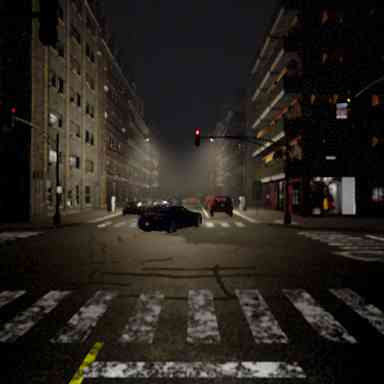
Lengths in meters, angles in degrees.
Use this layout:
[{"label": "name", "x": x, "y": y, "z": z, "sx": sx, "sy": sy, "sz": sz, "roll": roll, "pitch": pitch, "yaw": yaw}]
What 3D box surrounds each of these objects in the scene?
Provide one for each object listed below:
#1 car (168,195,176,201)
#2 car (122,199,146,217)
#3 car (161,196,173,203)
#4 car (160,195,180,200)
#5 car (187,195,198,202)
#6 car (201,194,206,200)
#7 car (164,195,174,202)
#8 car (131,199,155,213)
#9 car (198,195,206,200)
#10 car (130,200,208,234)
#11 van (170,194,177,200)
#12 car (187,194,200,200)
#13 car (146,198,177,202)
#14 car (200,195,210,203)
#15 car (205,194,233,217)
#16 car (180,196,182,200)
[{"label": "car", "x": -5.174, "y": 1.554, "z": 86.402, "sx": 2.008, "sy": 1.369, "sz": 4.403, "roll": 1, "pitch": 0, "yaw": 0}, {"label": "car", "x": -5.254, "y": 1.502, "z": 30.778, "sx": 1.947, "sy": 1.339, "sz": 4.313, "roll": 1, "pitch": 0, "yaw": 0}, {"label": "car", "x": -5.198, "y": 1.497, "z": 69.712, "sx": 2.008, "sy": 1.369, "sz": 4.403, "roll": 1, "pitch": 0, "yaw": 0}, {"label": "car", "x": -2.773, "y": 1.426, "z": 39.922, "sx": 1.837, "sy": 1.490, "sz": 4.892, "roll": 0, "pitch": 0, "yaw": 0}, {"label": "car", "x": 0.107, "y": 1.306, "z": 70.825, "sx": 2.128, "sy": 1.511, "sz": 4.902, "roll": 0, "pitch": 0, "yaw": 0}, {"label": "car", "x": 2.646, "y": 1.233, "z": 41.936, "sx": 2.192, "sy": 1.841, "sz": 5.009, "roll": 1, "pitch": 0, "yaw": 0}, {"label": "car", "x": -5.190, "y": 1.488, "z": 75.103, "sx": 1.752, "sy": 1.417, "sz": 4.829, "roll": 1, "pitch": 0, "yaw": 0}, {"label": "car", "x": -5.246, "y": 1.492, "z": 36.340, "sx": 1.947, "sy": 1.339, "sz": 4.313, "roll": 1, "pitch": 0, "yaw": 0}, {"label": "car", "x": 2.715, "y": 1.589, "z": 91.986, "sx": 1.947, "sy": 1.339, "sz": 4.313, "roll": 1, "pitch": 0, "yaw": 0}, {"label": "car", "x": -1.182, "y": 1.521, "z": 19.884, "sx": 1.882, "sy": 1.535, "sz": 5.008, "roll": 1, "pitch": 1, "yaw": 30}, {"label": "van", "x": -5.162, "y": 1.364, "z": 91.967, "sx": 1.690, "sy": 1.788, "sz": 3.998, "roll": 1, "pitch": 0, "yaw": 0}, {"label": "car", "x": 0.091, "y": 1.402, "z": 60.400, "sx": 1.882, "sy": 1.535, "sz": 5.008, "roll": 0, "pitch": 0, "yaw": 0}, {"label": "car", "x": -2.794, "y": 1.500, "z": 31.043, "sx": 1.994, "sy": 1.385, "sz": 4.181, "roll": 0, "pitch": 0, "yaw": 0}, {"label": "car", "x": 2.683, "y": 1.386, "z": 69.735, "sx": 1.967, "sy": 1.590, "sz": 4.097, "roll": 1, "pitch": 0, "yaw": 0}, {"label": "car", "x": 2.630, "y": 1.251, "z": 30.812, "sx": 2.192, "sy": 1.841, "sz": 5.009, "roll": 1, "pitch": 0, "yaw": 0}, {"label": "car", "x": -2.705, "y": 1.479, "z": 49.857, "sx": 1.994, "sy": 1.385, "sz": 4.181, "roll": 0, "pitch": 0, "yaw": 1}]
